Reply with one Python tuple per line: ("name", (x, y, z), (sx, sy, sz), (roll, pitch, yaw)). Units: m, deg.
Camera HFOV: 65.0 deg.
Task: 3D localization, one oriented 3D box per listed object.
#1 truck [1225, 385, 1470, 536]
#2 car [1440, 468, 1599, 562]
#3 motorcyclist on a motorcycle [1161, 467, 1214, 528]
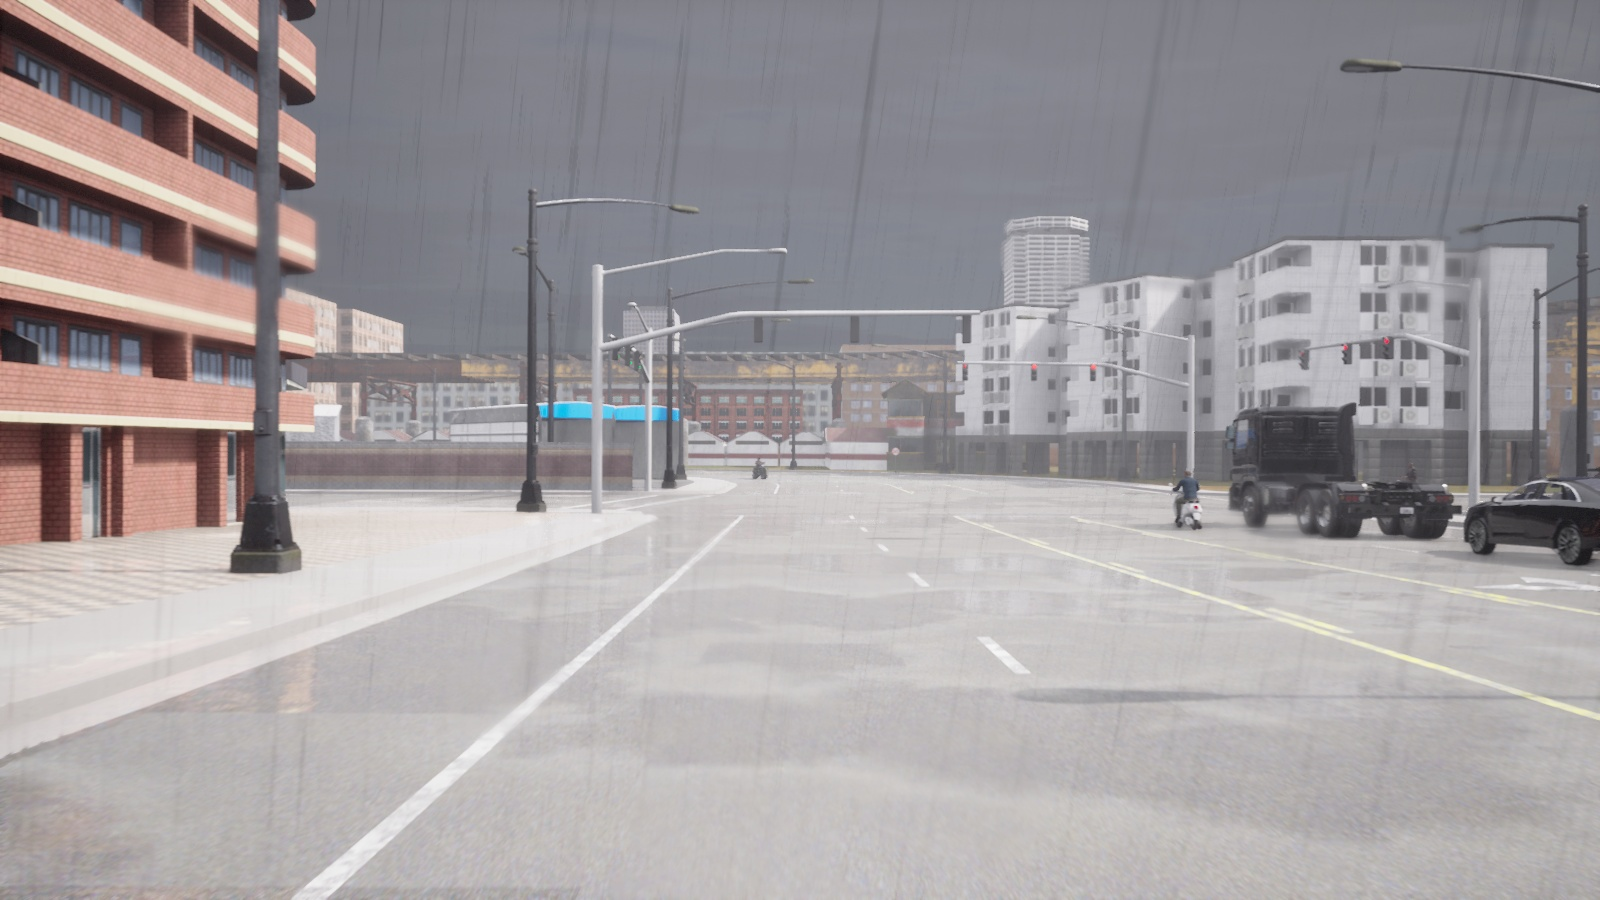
("truck", (13.918, 0.291, 32.829), (2.891, 3.462, 7.936), (0, -1, 0))
("car", (13.947, 1.092, 22.780), (2.128, 1.511, 4.902), (0, -1, 0))
("motorcyclist on a motorcycle", (10.419, 1.249, 33.829), (0.866, 1.590, 1.817), (0, -1, 0))
